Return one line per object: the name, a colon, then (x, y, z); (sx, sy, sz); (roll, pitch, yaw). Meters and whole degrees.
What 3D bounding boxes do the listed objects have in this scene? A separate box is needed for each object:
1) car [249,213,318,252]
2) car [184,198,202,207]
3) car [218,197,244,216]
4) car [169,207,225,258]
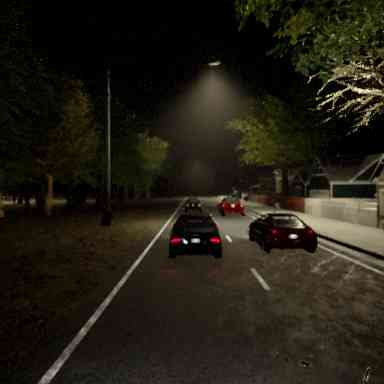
car: (3.610, 1.551, 13.844); (1.994, 1.385, 4.181); (0, 0, 0)
car: (0.128, 1.407, 37.172); (2.033, 1.411, 5.357); (0, 0, 0)
car: (3.624, 1.252, 31.490); (2.097, 1.767, 4.553); (0, 0, 0)
car: (0.112, 1.537, 12.753); (2.033, 1.411, 5.357); (0, 0, 0)
